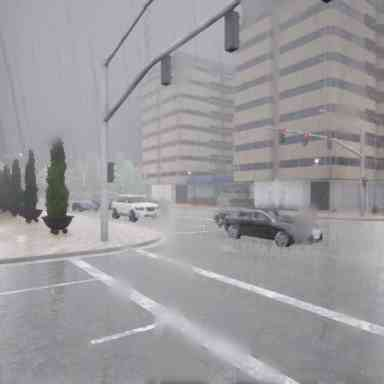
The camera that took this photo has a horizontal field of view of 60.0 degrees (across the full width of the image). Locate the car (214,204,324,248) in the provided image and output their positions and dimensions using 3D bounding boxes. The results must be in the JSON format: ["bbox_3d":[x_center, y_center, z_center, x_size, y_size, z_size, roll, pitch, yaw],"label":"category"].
[{"bbox_3d":[3.460,1.492,14.988,2.128,1.511,4.902,0,0,-35],"label":"car"}]

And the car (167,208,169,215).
[{"bbox_3d":[-4.026,1.504,31.798,1.837,1.490,4.892,0,0,-35],"label":"car"}]

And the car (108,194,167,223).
[{"bbox_3d":[-4.517,1.222,26.395,2.150,2.045,5.566,0,0,-35],"label":"car"}]

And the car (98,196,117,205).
[{"bbox_3d":[-15.540,1.526,60.827,1.812,1.442,4.674,0,0,-35],"label":"car"}]

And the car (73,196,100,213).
[{"bbox_3d":[-11.915,1.525,36.972,1.812,1.442,4.674,0,0,-35],"label":"car"}]

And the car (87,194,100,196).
[{"bbox_3d":[-12.285,1.224,43.625,2.150,2.045,5.566,0,0,-35],"label":"car"}]
